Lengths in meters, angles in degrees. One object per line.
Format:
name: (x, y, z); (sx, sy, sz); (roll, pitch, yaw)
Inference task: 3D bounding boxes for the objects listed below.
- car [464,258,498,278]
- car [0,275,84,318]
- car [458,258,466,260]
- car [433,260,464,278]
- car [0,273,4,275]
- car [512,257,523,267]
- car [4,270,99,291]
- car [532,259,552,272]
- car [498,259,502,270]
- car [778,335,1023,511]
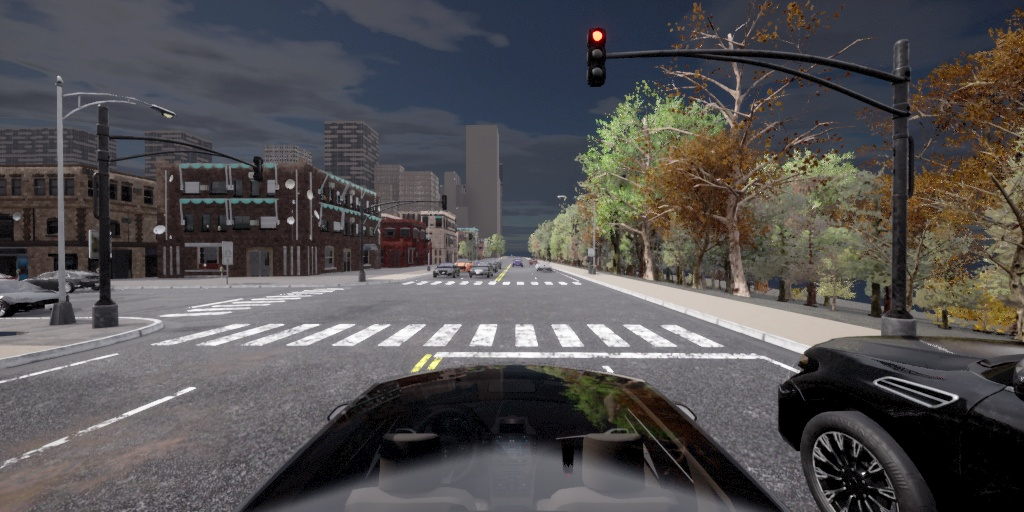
car: (-2.821, 1.232, 33.779); (2.128, 1.511, 4.902); (0, 0, 3)
car: (-19.767, 1.565, 13.713); (4.313, 1.339, 1.948); (0, 0, 1)
car: (-5.916, 1.088, 43.760); (2.097, 1.767, 4.553); (0, 0, 1)
car: (-6.082, 1.304, 33.764); (1.994, 1.385, 4.181); (0, 0, 1)
car: (-33.494, 1.654, 22.458); (4.207, 1.307, 1.802); (0, 0, 1)
car: (0.999, 1.252, 63.801); (1.812, 1.442, 4.674); (0, 0, 1)
car: (-27.959, 1.560, 22.360); (4.403, 1.370, 2.007); (0, 0, 1)
car: (4.080, 1.335, 47.133); (1.895, 1.301, 4.718); (0, 0, 1)
car: (-2.675, 1.227, 43.270); (2.128, 1.511, 4.902); (0, 0, 1)
car: (3.322, 0.972, 0.675); (2.150, 2.045, 5.566); (0, 0, 1)
